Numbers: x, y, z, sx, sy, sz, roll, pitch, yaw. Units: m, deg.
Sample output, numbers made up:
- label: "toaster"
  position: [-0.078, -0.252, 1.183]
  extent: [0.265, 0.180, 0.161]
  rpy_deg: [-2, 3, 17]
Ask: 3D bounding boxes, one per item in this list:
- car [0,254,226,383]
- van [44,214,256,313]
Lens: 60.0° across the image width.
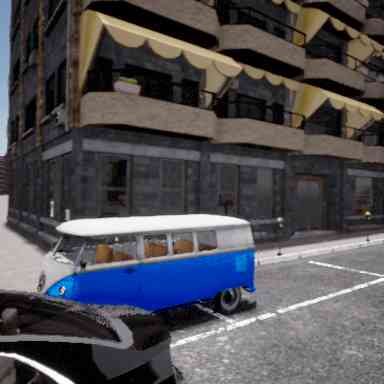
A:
- label: "car"
  position: [-2.297, 1.502, 1.740]
  extent: [4.892, 1.490, 1.837]
  rpy_deg: [0, 0, -36]
- label: "van"
  position: [-0.640, 1.349, 6.084]
  extent: [3.998, 1.788, 1.690]
  rpy_deg: [0, 1, -35]
